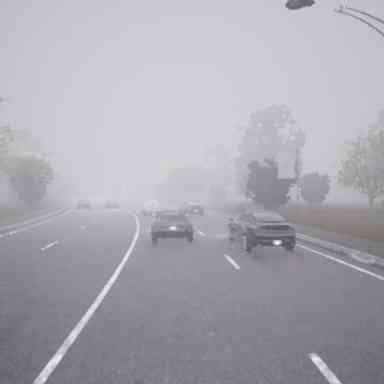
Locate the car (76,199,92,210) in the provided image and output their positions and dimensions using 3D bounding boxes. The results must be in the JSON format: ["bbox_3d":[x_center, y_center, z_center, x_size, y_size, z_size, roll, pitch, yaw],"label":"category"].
[{"bbox_3d":[-14.157,1.620,43.769,2.033,1.411,5.357,0,0,-16],"label":"car"}]

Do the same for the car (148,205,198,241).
[{"bbox_3d":[-1.072,1.587,16.841,1.994,1.385,4.181,0,0,-6],"label":"car"}]

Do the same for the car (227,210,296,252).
[{"bbox_3d":[2.754,1.517,14.039,1.837,1.490,4.892,0,0,-6],"label":"car"}]

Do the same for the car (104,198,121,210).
[{"bbox_3d":[-10.865,1.597,44.933,1.812,1.442,4.674,0,0,-17],"label":"car"}]

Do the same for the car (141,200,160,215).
[{"bbox_3d":[-4.153,1.576,34.125,1.812,1.442,4.674,0,0,-13],"label":"car"}]

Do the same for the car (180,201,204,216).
[{"bbox_3d":[-0.128,1.569,32.179,1.812,1.442,4.674,0,0,-12],"label":"car"}]
